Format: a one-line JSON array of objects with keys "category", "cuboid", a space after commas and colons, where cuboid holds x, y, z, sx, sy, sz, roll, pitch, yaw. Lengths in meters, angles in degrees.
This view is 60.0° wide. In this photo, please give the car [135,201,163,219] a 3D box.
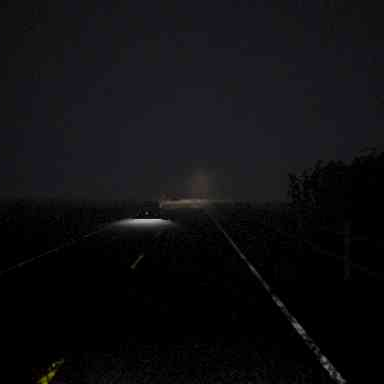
[{"category": "car", "cuboid": [-3.595, 1.492, 28.471, 1.994, 1.385, 4.181, 0, 0, 0]}]

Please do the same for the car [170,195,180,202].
[{"category": "car", "cuboid": [-3.496, 1.325, 69.013, 1.837, 1.490, 4.892, 0, 0, 0]}]
